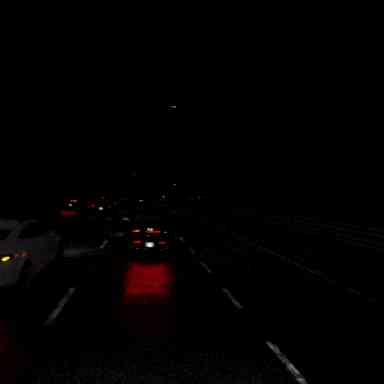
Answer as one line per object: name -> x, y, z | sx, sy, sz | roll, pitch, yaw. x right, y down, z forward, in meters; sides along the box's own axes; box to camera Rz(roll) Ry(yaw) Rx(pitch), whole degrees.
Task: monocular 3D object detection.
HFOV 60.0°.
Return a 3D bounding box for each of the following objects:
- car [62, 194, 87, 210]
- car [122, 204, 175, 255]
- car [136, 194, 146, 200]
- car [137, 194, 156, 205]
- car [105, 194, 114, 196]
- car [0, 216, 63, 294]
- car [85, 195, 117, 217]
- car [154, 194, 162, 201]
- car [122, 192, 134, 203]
car -> -11.939, 0.994, 34.152 | 1.837, 1.490, 4.892 | 4, 0, -8
car -> -1.757, 1.496, 13.468 | 1.837, 1.490, 4.892 | 4, 0, -9
car -> -13.199, 1.296, 86.461 | 1.882, 1.535, 5.008 | 4, 0, -2
car -> -6.620, 1.424, 47.105 | 2.128, 1.511, 4.902 | 4, 0, -7
car -> -15.149, 1.090, 60.956 | 1.895, 1.301, 4.718 | 4, 0, -5
car -> -4.455, 1.298, 7.986 | 1.812, 1.442, 4.674 | 4, 0, -9
car -> -7.613, 1.289, 28.735 | 1.994, 1.385, 4.181 | 4, 0, -9
car -> -9.727, 1.524, 87.026 | 1.882, 1.535, 5.008 | 4, 0, -2
car -> -11.558, 1.265, 60.476 | 2.033, 1.411, 5.357 | 4, 0, -5
